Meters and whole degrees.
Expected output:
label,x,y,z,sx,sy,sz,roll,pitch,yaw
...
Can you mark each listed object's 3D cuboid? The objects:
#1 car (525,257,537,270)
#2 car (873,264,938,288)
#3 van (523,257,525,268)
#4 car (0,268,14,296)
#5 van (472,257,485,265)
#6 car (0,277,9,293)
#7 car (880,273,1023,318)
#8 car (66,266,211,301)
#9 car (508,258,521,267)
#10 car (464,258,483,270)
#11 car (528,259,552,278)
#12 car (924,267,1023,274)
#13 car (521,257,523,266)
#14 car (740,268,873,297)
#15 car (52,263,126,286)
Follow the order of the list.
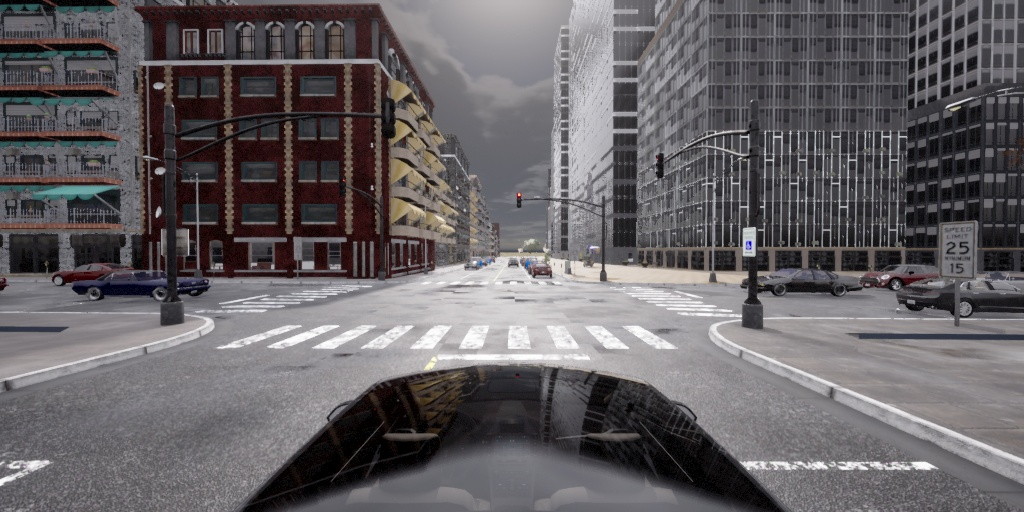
label,x,y,z,sx,sy,sz,roll,pitch,yaw
car,2.751,1.159,39.039,1.967,1.591,4.097,0,0,0
car,23.424,1.230,21.582,4.097,1.591,1.967,0,0,1
van,2.780,1.044,50.331,1.690,1.789,3.998,0,0,0
car,-26.518,1.255,16.463,4.718,1.301,1.895,0,1,1
van,-5.555,1.036,55.965,1.690,1.789,3.998,0,0,0
car,-22.594,1.259,13.691,4.507,1.381,1.888,0,0,1
car,16.743,1.445,13.051,4.403,1.370,2.007,0,0,1
car,-16.638,1.299,16.300,4.718,1.301,1.895,0,1,1
car,0.257,1.282,64.036,1.895,1.301,4.718,0,0,0
car,-5.569,1.269,50.319,1.948,1.339,4.313,0,0,0
car,2.737,1.271,33.394,1.888,1.381,4.507,0,0,0
car,25.258,1.443,18.818,4.718,1.301,1.895,0,1,1
car,2.793,1.240,55.977,1.888,1.381,4.507,0,0,0
car,15.231,1.342,18.987,5.357,1.411,2.033,0,1,1
car,-25.805,1.109,22.355,4.507,1.381,1.888,0,0,1
